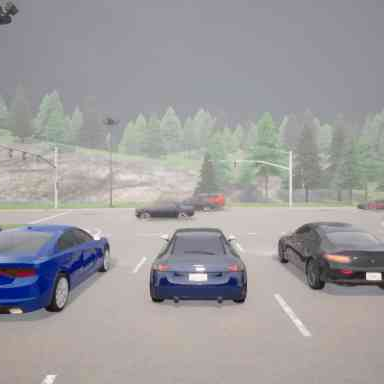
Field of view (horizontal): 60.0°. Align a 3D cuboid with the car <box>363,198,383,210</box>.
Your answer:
[{"bbox_3d":[24.843,1.525,42.850,4.674,1.442,1.812,0,0,1],"label":"car"}]

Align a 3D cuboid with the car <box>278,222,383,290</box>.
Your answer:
[{"bbox_3d":[3.679,1.526,8.967,1.812,1.442,4.674,0,0,1],"label":"car"}]

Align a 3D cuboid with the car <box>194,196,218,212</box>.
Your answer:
[{"bbox_3d":[0.116,1.505,37.579,4.892,1.490,1.837,0,0,-8],"label":"car"}]

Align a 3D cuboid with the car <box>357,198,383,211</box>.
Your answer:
[{"bbox_3d":[21.882,1.564,39.326,4.181,1.385,1.994,0,0,-1],"label":"car"}]

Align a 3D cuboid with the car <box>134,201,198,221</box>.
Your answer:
[{"bbox_3d":[-2.218,1.601,26.593,4.718,1.301,1.895,0,0,-10],"label":"car"}]

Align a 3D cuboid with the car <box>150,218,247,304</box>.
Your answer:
[{"bbox_3d":[0.162,1.564,8.230,1.994,1.385,4.181,0,0,1],"label":"car"}]

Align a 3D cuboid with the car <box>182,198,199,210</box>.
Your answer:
[{"bbox_3d":[-2.402,1.547,30.131,5.357,1.411,2.033,0,0,-10],"label":"car"}]

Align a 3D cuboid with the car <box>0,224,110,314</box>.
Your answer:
[{"bbox_3d":[-3.351,1.478,7.732,1.882,1.535,5.008,0,0,1],"label":"car"}]

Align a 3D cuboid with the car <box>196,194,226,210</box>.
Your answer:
[{"bbox_3d":[1.376,1.221,41.340,5.566,2.045,2.150,0,0,-7],"label":"car"}]
